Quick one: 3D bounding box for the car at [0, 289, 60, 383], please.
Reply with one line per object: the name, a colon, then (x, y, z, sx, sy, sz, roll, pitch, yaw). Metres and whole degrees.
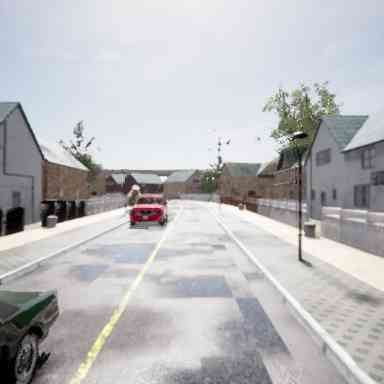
car: (-2.813, 1.599, 2.487, 1.895, 1.301, 4.718, 0, 0, 0)

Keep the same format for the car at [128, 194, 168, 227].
car: (-2.840, 1.199, 23.030, 2.150, 2.045, 5.566, 0, 0, 0)
